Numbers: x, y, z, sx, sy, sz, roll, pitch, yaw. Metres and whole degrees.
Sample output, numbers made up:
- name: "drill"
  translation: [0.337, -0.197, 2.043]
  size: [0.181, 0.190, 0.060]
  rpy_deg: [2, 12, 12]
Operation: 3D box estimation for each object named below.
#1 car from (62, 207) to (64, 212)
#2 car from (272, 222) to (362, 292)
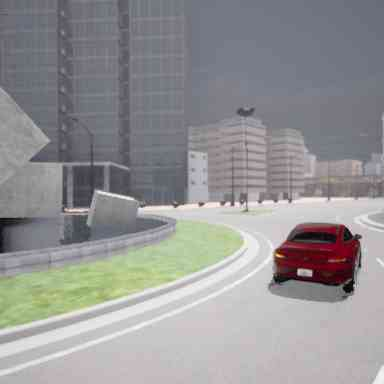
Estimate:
- name: "car"
  translation: [-17.004, 1.971, 37.613]
  size: [4.674, 1.442, 1.812]
  rpy_deg: [-1, -1, -5]
- name: "car"
  translation: [3.514, 1.554, 9.085]
  size: [1.812, 1.442, 4.674]
  rpy_deg: [0, 0, 29]
